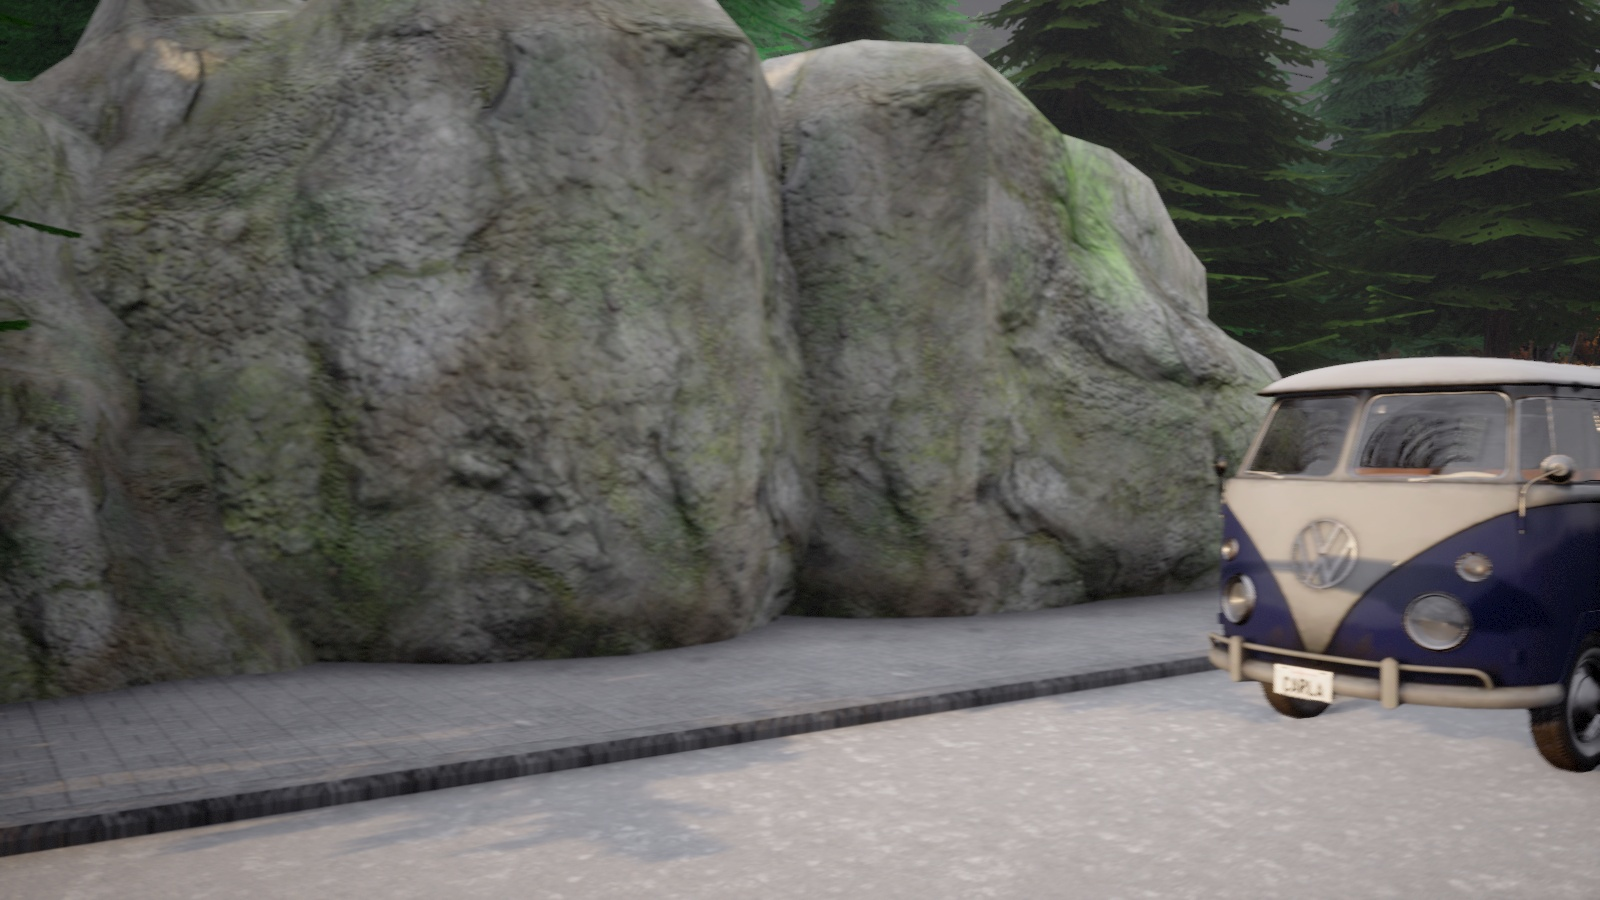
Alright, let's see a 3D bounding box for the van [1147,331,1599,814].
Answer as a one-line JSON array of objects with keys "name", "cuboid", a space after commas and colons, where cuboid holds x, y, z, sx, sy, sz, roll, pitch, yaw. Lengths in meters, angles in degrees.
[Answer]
[{"name": "van", "cuboid": [4.164, 0.507, 7.167, 4.442, 1.987, 1.775, 0, 0, -35]}]
